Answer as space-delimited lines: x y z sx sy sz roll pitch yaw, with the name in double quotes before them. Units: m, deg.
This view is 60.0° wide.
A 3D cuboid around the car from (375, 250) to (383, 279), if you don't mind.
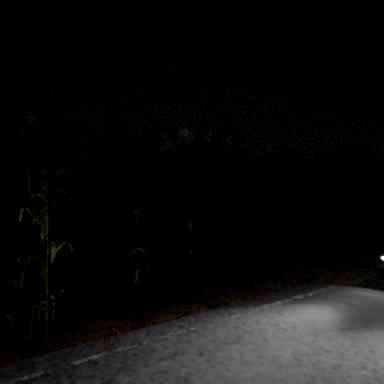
"car" 6.568 1.598 8.307 4.718 1.301 1.895 0 0 -35
